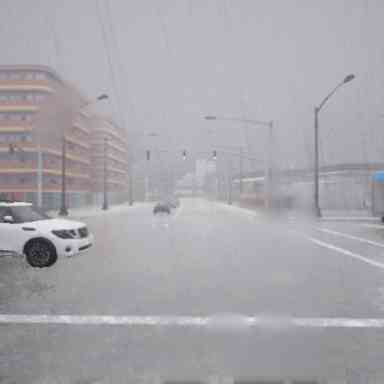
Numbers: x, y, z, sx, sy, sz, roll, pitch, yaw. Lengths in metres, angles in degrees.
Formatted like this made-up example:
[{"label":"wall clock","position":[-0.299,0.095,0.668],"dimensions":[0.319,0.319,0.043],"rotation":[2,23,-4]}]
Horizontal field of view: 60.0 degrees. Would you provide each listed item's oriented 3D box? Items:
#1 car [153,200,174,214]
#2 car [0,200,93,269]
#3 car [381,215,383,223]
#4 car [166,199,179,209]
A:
[{"label":"car","position":[-3.628,1.995,40.953],"dimensions":[1.895,1.301,4.718],"rotation":[0,-1,0]},{"label":"car","position":[-6.215,1.302,11.082],"dimensions":[5.566,2.045,2.150],"rotation":[0,-1,4]},{"label":"car","position":[16.196,1.798,24.263],"dimensions":[4.181,1.385,1.994],"rotation":[0,-1,0]},{"label":"car","position":[-3.621,1.874,54.220],"dimensions":[2.097,1.767,4.553],"rotation":[0,-1,0]}]
